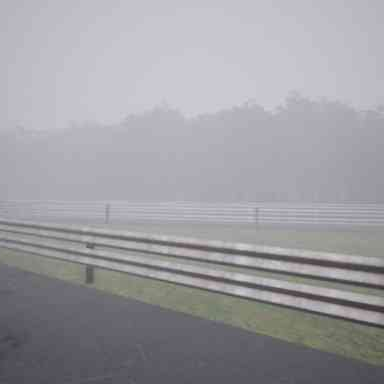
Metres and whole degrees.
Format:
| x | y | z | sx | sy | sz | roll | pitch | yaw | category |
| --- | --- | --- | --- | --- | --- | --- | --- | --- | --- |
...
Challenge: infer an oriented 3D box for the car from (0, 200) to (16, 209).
| x | y | z | sx | sy | sz | roll | pitch | yaw | category |
| --- | --- | --- | --- | --- | --- | --- | --- | --- | --- |
| -19.782 | 1.351 | 32.564 | 5.366 | 1.575 | 1.801 | 1 | 0 | 20 | car |
